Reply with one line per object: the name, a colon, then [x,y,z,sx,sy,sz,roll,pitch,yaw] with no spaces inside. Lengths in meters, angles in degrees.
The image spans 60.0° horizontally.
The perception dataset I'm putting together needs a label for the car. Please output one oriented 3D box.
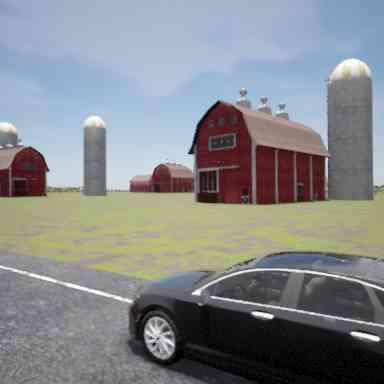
car: [1.284,1.524,4.228,4.892,1.490,1.837,0,0,35]
